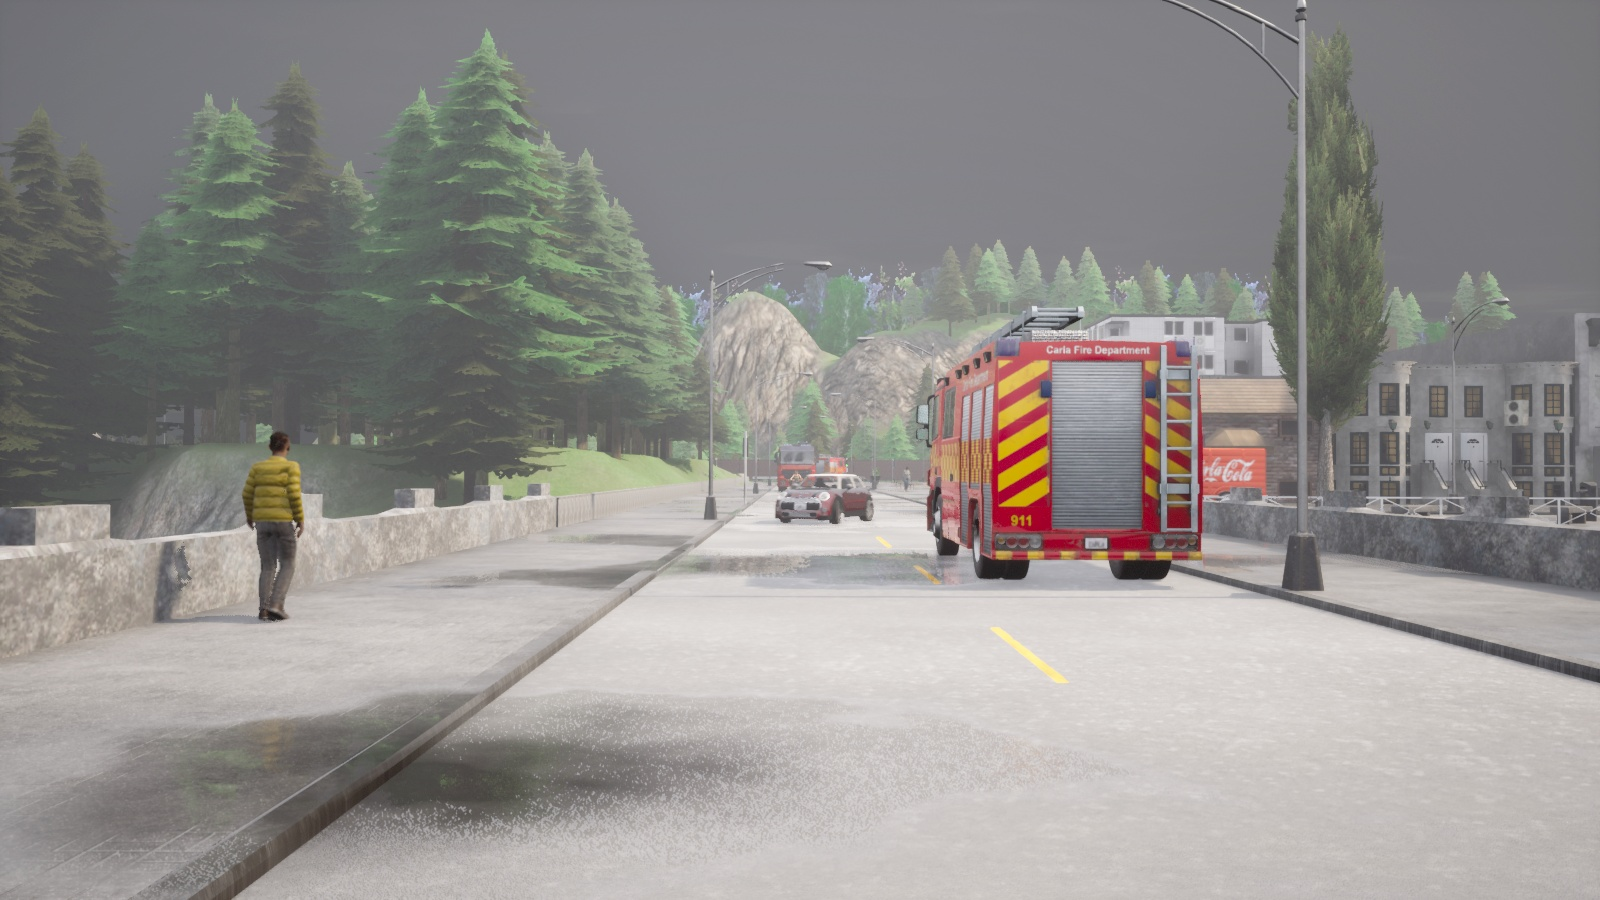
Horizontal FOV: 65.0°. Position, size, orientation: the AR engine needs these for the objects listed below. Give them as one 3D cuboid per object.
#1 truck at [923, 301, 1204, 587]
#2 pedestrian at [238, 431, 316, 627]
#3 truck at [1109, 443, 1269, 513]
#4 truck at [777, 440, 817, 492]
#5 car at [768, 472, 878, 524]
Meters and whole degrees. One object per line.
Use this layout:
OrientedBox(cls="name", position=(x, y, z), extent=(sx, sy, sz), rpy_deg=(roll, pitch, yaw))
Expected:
OrientedBox(cls="truck", position=(3.942, -0.013, 21.061), extent=(2.891, 3.827, 8.468), rpy_deg=(0, -1, 0))
OrientedBox(cls="pedestrian", position=(-5.051, 0.748, 12.153), extent=(0.431, 1.840, 0.709), rpy_deg=(0, -1, 3))
OrientedBox(cls="truck", position=(14.188, 1.044, 46.145), extent=(5.204, 2.467, 2.627), rpy_deg=(0, -1, 8))
OrientedBox(cls="truck", position=(-0.245, 1.273, 96.827), extent=(2.891, 3.827, 8.468), rpy_deg=(0, -1, 0))
OrientedBox(cls="car", position=(0.766, 1.415, 38.062), extent=(1.970, 1.475, 3.806), rpy_deg=(-1, -1, 24))
